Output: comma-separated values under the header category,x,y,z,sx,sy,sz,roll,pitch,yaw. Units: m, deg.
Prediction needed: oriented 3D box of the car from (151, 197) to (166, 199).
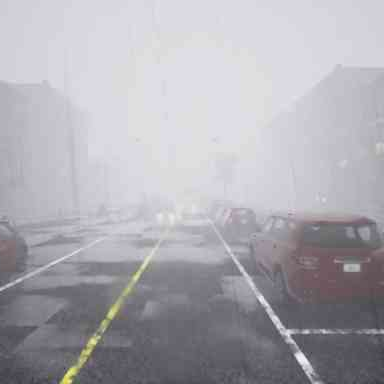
category,x,y,z,sx,sy,sz,roll,pitch,yaw
car,-5.736,1.666,52.335,2.192,1.841,5.009,-1,0,0

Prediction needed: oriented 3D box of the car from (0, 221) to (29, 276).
category,x,y,z,sx,sy,sz,roll,pitch,yaw
car,-5.700,1.495,7.948,1.967,1.590,4.097,-1,0,0

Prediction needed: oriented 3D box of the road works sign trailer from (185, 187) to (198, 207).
category,x,y,z,sx,sy,sz,roll,pitch,yaw
road works sign trailer,-0.035,0.865,59.724,2.380,3.560,2.880,0,0,0

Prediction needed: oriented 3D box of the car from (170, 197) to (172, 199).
category,x,y,z,sx,sy,sz,roll,pitch,yaw
car,-5.747,2.007,68.979,1.887,1.381,4.507,-1,0,0

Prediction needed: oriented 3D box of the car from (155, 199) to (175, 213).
category,x,y,z,sx,sy,sz,roll,pitch,yaw
car,-3.119,1.879,41.336,1.895,1.301,4.718,0,0,0

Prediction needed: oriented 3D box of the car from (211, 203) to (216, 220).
category,x,y,z,sx,sy,sz,roll,pitch,yaw
car,2.669,1.748,24.601,1.802,1.307,4.206,-1,0,0

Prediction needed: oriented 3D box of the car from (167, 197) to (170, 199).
category,x,y,z,sx,sy,sz,roll,pitch,yaw
car,-5.743,1.865,63.431,1.967,1.590,4.097,-1,0,0

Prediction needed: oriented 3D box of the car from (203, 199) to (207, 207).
category,x,y,z,sx,sy,sz,roll,pitch,yaw
car,2.655,1.860,41.246,1.802,1.307,4.206,-1,0,0

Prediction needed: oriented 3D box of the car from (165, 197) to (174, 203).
category,x,y,z,sx,sy,sz,roll,pitch,yaw
car,-5.759,2.117,85.623,1.887,1.381,4.507,-1,0,0

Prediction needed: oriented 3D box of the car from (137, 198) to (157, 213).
category,x,y,z,sx,sy,sz,roll,pitch,yaw
car,-5.725,1.828,41.237,2.008,1.369,4.403,-1,0,0

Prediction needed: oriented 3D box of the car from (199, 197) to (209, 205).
category,x,y,z,sx,sy,sz,roll,pitch,yaw
car,2.643,1.971,57.890,1.802,1.307,4.206,-1,0,0

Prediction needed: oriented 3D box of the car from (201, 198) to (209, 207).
category,x,y,z,sx,sy,sz,roll,pitch,yaw
car,2.651,1.897,46.794,1.802,1.307,4.206,-1,0,0

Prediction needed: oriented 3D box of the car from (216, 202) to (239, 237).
category,x,y,z,sx,sy,sz,roll,pitch,yaw
car,2.671,1.570,19.053,1.967,1.590,4.097,-1,0,0

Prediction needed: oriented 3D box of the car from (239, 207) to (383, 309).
category,x,y,z,sx,sy,sz,roll,pitch,yaw
car,2.678,1.370,7.958,2.192,1.841,5.009,-1,0,0

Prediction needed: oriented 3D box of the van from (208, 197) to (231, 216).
category,x,y,z,sx,sy,sz,roll,pitch,yaw
van,2.662,1.545,30.151,1.690,1.788,3.998,-1,0,0

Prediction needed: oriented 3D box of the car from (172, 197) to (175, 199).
category,x,y,z,sx,sy,sz,roll,pitch,yaw
car,-5.756,1.975,80.076,1.967,1.590,4.097,-1,0,0

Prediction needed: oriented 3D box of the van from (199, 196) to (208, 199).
category,x,y,z,sx,sy,sz,roll,pitch,yaw
van,2.636,1.767,63.440,1.690,1.788,3.998,-1,0,0

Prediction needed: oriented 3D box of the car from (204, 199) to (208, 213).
category,x,y,z,sx,sy,sz,roll,pitch,yaw
car,2.660,1.785,35.698,1.887,1.381,4.507,-1,0,0
